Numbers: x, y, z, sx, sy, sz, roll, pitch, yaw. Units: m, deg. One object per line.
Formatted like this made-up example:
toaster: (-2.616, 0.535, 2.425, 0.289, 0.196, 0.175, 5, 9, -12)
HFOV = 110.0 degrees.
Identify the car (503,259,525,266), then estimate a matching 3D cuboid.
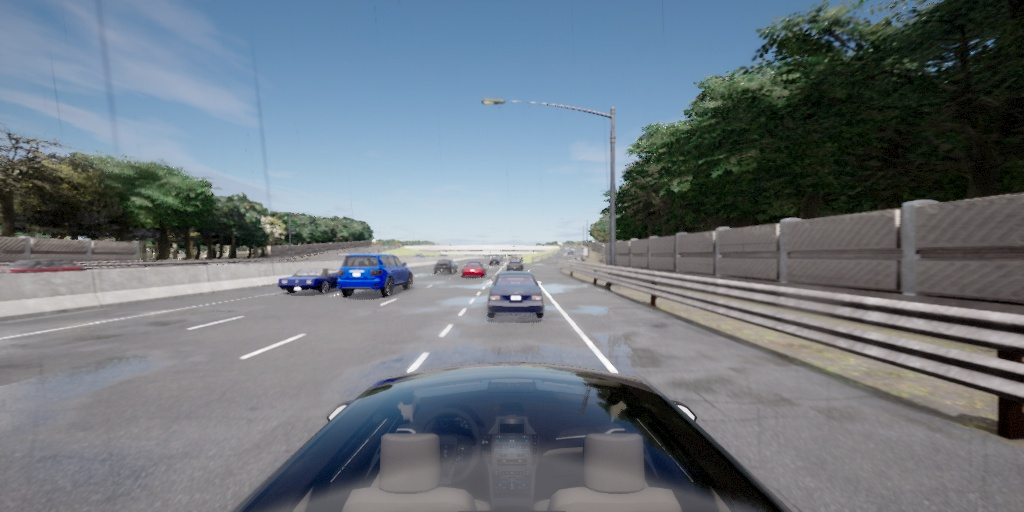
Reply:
car: (0.433, 1.065, 40.831, 2.128, 1.511, 4.902, 0, 0, 3)

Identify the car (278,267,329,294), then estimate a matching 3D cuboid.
car: (-10.353, 1.279, 19.560, 1.895, 1.301, 4.718, 0, 0, 0)

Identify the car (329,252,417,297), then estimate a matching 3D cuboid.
car: (-6.857, 0.905, 18.524, 2.150, 2.045, 5.566, 0, 0, 0)

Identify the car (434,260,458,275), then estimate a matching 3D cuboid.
car: (-6.746, 1.098, 36.939, 1.837, 1.490, 4.892, 0, 0, 0)

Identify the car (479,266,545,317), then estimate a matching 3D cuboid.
car: (0.123, 1.258, 12.971, 2.033, 1.411, 5.357, 0, 0, 0)

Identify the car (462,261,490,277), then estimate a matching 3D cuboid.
car: (-3.377, 1.178, 32.710, 1.994, 1.385, 4.181, 0, 0, 0)

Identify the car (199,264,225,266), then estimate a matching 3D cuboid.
car: (-20.996, 1.253, 24.864, 1.895, 1.301, 4.718, 0, 0, 1)

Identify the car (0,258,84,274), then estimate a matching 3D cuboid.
car: (-31.508, 1.009, 23.588, 2.097, 1.767, 4.553, 0, 0, 1)
